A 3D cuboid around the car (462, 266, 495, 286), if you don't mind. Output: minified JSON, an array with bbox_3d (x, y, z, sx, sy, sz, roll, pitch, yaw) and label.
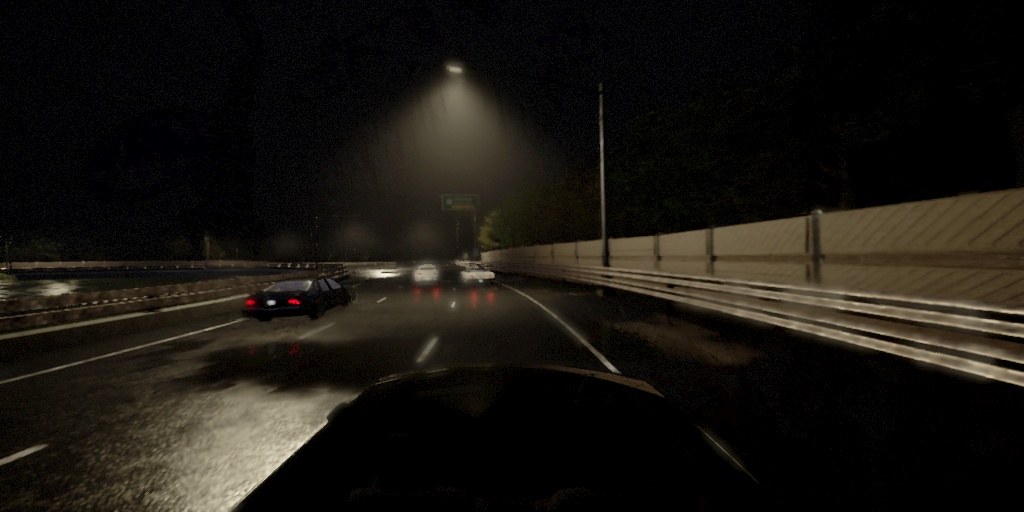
[{"bbox_3d":[-2.551,1.407,26.192,1.895,1.301,4.718,-1,0,-13],"label":"car"}]

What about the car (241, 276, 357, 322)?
[{"bbox_3d":[-7.434,1.447,13.163,2.033,1.411,5.357,-1,0,-7],"label":"car"}]

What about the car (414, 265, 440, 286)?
[{"bbox_3d":[-6.416,1.408,27.140,1.812,1.442,4.674,-1,0,-14],"label":"car"}]
